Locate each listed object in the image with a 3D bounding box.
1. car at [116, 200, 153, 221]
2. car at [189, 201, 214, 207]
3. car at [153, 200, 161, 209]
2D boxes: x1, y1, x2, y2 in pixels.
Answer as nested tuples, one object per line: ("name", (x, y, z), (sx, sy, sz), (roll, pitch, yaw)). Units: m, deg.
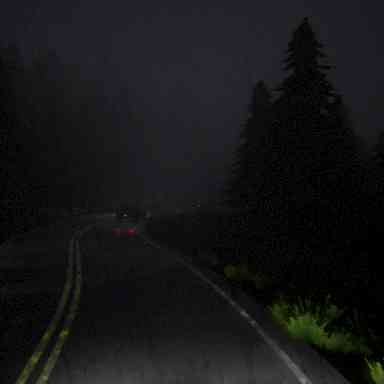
("car", (-5.115, 1.666, 28.701), (2.128, 1.511, 4.902), (0, -1, 3))
("car", (1.432, 1.897, 45.283), (1.812, 1.442, 4.674), (3, 1, 37))
("car", (-5.542, 1.671, 40.171), (2.128, 1.511, 4.902), (1, 0, 25))
